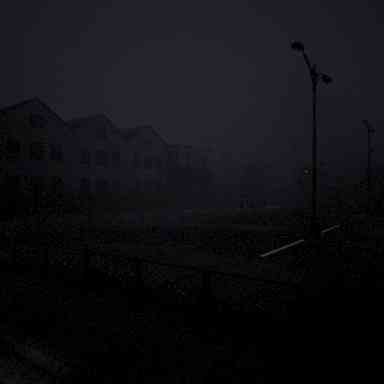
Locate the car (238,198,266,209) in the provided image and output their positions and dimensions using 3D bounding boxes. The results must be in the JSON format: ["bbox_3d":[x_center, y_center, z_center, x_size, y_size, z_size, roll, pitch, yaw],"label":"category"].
[{"bbox_3d":[7.748,1.409,42.215,1.895,1.301,4.718,0,0,36],"label":"car"}]

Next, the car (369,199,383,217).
[{"bbox_3d":[15.523,1.298,26.745,2.007,1.523,4.514,0,0,35],"label":"car"}]
